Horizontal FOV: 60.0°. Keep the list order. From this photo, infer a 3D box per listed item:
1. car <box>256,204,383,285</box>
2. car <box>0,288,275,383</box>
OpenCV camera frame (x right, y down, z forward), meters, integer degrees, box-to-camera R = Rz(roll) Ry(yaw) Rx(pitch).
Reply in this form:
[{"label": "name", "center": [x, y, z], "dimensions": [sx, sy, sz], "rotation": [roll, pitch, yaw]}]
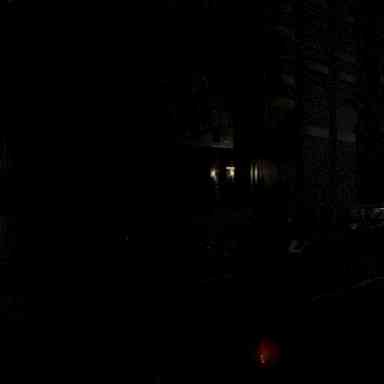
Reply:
[{"label": "car", "center": [4.118, 1.287, 9.585], "dimensions": [5.009, 1.841, 2.192], "rotation": [0, 0, -35]}, {"label": "car", "center": [-1.289, 1.563, 2.459], "dimensions": [4.181, 1.385, 1.994], "rotation": [0, 0, -35]}]
